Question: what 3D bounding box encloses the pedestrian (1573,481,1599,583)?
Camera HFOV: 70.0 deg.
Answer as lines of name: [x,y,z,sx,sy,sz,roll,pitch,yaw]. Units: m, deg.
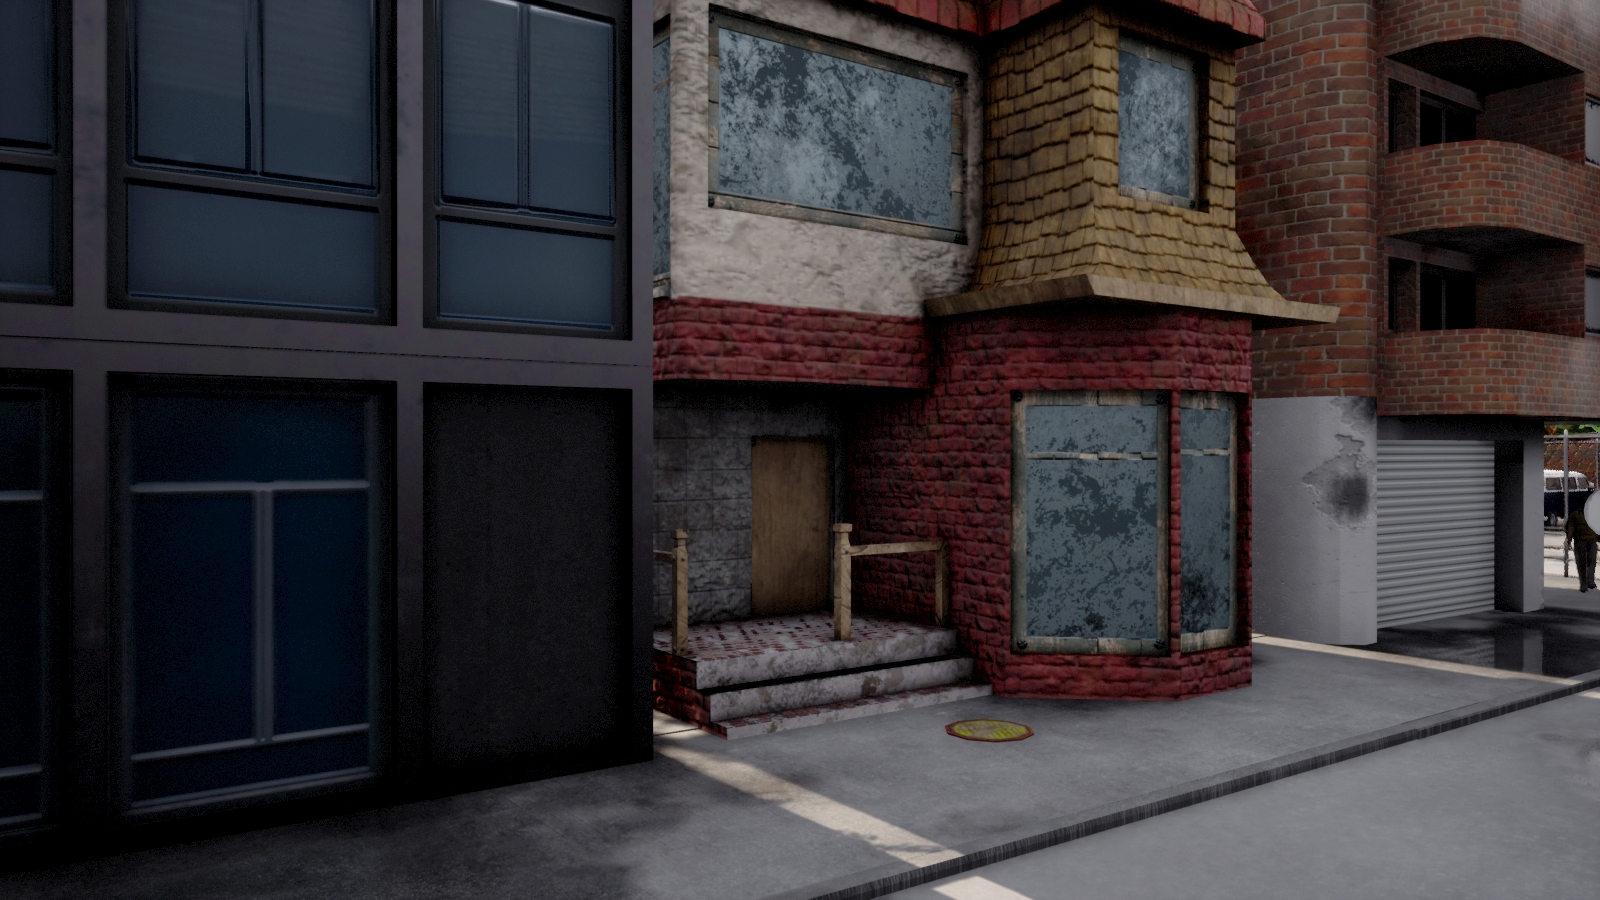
pedestrian: [14.584,1.506,21.197,0.375,1.860,0.375,0,0,31]
